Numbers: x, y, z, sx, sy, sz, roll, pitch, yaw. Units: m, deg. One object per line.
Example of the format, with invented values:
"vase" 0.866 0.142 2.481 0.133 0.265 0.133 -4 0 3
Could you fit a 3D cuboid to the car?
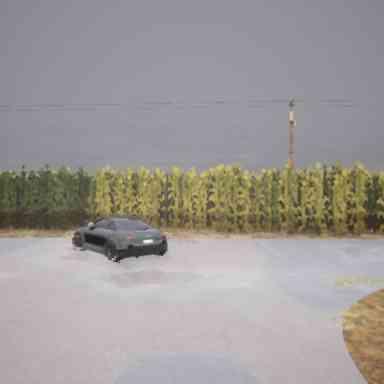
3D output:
"car" -2.744 1.559 12.236 1.994 1.385 4.181 0 0 -41
